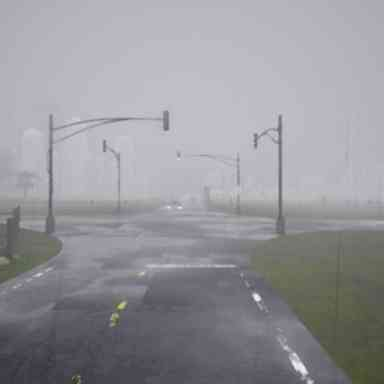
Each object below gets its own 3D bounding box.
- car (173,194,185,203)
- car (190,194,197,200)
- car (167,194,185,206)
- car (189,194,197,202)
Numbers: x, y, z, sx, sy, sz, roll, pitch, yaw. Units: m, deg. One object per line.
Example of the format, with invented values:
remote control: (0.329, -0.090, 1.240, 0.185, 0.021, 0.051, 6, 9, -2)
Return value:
car: (-2.550, 1.257, 66.651, 2.097, 1.767, 4.553, 0, 0, 1)
car: (0.310, 1.221, 86.172, 1.837, 1.490, 4.892, 0, 0, 0)
car: (-2.682, 1.273, 51.443, 2.097, 1.767, 4.553, 0, 0, 1)
car: (0.257, 1.413, 75.749, 2.128, 1.511, 4.902, 0, 0, 0)
